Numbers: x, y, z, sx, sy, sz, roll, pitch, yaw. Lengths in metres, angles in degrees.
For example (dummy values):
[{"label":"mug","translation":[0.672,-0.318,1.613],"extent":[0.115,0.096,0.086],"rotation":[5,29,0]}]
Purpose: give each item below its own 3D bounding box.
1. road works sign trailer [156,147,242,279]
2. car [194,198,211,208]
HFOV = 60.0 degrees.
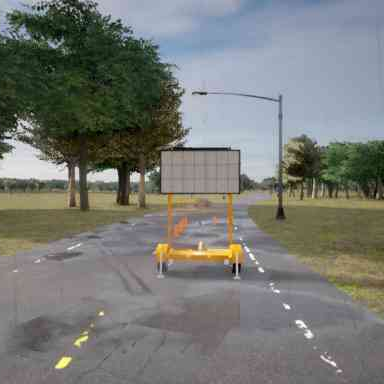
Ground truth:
[{"label":"road works sign trailer","translation":[0.246,0.464,10.057],"extent":[2.380,3.560,2.880],"rotation":[0,0,3]},{"label":"car","translation":[1.613,1.601,49.769],"extent":[1.994,1.385,4.181],"rotation":[0,0,11]}]
